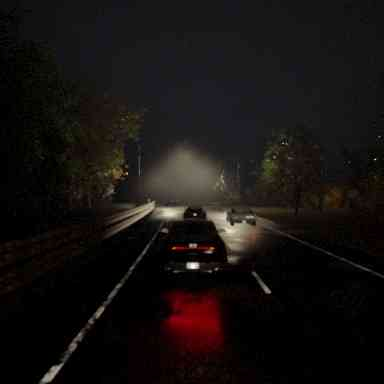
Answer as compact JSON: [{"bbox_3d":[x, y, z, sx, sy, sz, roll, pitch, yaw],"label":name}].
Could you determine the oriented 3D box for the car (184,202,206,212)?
[{"bbox_3d":[0.267,1.847,29.237,1.994,1.385,4.181,0,-1,0],"label":"car"}]

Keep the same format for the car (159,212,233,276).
[{"bbox_3d":[0.039,1.608,10.701,1.837,1.490,4.892,0,-1,0],"label":"car"}]

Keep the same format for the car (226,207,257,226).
[{"bbox_3d":[3.732,1.857,25.878,1.895,1.301,4.718,0,-1,0],"label":"car"}]

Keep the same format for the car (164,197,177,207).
[{"bbox_3d":[-4.402,1.972,68.238,2.150,2.045,5.566,0,-1,-8],"label":"car"}]
